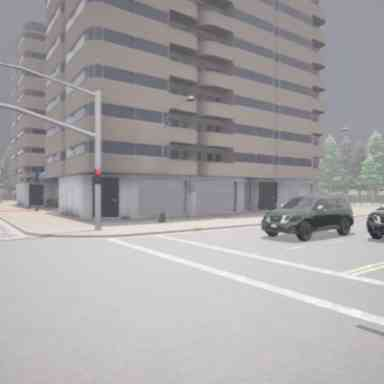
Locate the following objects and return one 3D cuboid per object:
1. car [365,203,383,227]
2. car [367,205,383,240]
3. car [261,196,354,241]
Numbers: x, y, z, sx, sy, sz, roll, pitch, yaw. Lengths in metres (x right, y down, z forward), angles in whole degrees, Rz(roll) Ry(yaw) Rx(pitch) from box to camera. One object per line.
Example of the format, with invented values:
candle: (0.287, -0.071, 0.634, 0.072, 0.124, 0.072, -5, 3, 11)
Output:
car: (13.828, 1.508, 22.525, 4.674, 1.442, 1.812, 0, 0, -35)
car: (10.671, 1.209, 15.960, 5.566, 2.045, 2.150, 0, 0, -36)
car: (6.021, 1.210, 16.932, 5.566, 2.045, 2.150, 0, 0, -36)
